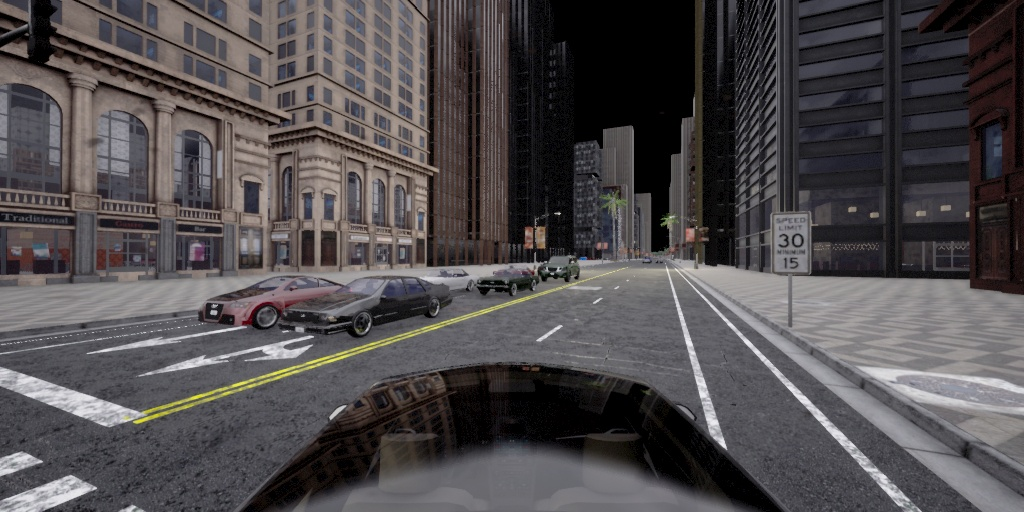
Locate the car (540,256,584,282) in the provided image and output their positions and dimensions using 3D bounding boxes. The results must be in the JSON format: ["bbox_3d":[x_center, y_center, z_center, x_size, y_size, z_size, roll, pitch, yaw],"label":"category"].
[{"bbox_3d":[4.065,0.987,29.354,2.150,2.045,5.566,0,0,23],"label":"car"}]

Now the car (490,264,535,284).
[{"bbox_3d":[0.191,1.364,28.545,1.895,1.301,4.718,0,0,23],"label":"car"}]

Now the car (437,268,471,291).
[{"bbox_3d":[-3.687,1.357,19.370,1.895,1.301,4.718,0,0,23],"label":"car"}]

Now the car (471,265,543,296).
[{"bbox_3d":[-0.102,1.358,19.502,1.895,1.301,4.718,0,0,23],"label":"car"}]

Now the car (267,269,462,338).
[{"bbox_3d":[-3.834,1.299,10.669,2.033,1.411,5.357,0,0,23],"label":"car"}]

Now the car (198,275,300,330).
[{"bbox_3d":[-7.092,1.316,11.297,1.994,1.385,4.181,0,0,23],"label":"car"}]

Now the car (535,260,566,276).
[{"bbox_3d":[4.199,1.251,37.932,1.882,1.535,5.008,0,0,23],"label":"car"}]
